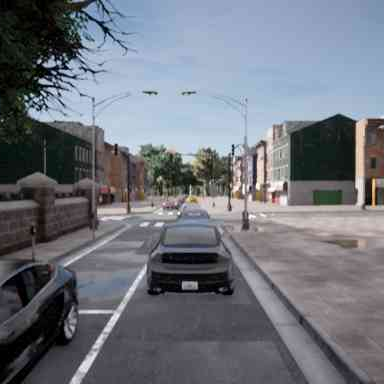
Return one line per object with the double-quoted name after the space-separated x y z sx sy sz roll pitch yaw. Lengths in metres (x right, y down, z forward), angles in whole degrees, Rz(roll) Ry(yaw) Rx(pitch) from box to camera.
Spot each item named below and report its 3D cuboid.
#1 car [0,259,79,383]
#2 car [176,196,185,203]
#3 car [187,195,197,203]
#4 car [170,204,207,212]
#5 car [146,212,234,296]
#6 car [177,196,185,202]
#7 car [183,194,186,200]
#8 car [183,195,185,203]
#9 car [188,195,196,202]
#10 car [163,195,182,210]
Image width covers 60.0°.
-2.643 1.562 3.652 1.947 1.339 4.313 -1 0 0 "car"
-2.626 1.587 74.580 1.887 1.381 4.507 -1 0 0 "car"
0.075 1.513 70.457 1.882 1.535 5.008 0 0 0 "car"
0.105 1.537 16.389 2.033 1.411 5.357 0 0 0 "car"
-0.021 1.497 8.622 1.837 1.490 4.892 0 0 0 "car"
-2.624 1.617 80.015 1.947 1.339 4.313 -1 0 0 "car"
-2.629 1.569 63.710 1.887 1.381 4.507 -1 0 0 "car"
-2.631 1.575 52.841 1.947 1.339 4.313 -1 0 0 "car"
0.023 1.595 82.558 2.033 1.411 5.357 0 0 0 "car"
-2.635 1.439 41.972 1.967 1.590 4.097 -1 0 0 "car"
